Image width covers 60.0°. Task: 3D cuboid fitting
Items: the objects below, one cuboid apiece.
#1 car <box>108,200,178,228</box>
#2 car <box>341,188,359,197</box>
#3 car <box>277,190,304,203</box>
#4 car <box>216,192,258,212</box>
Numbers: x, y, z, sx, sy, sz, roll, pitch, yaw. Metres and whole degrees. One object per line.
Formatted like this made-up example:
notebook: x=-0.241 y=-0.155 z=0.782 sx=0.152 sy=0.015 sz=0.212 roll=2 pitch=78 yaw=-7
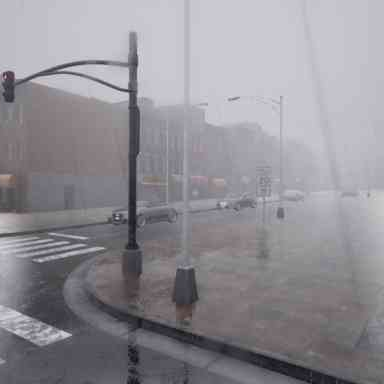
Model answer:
car: x=-2.679 y=1.128 z=18.776 sx=1.994 sy=1.385 sz=4.181 roll=0 pitch=2 yaw=36
car: x=24.996 y=0.090 z=52.515 sx=2.033 sy=1.411 sz=5.357 roll=0 pitch=2 yaw=35
car: x=11.717 y=0.467 z=38.939 sx=1.812 sy=1.442 sz=4.674 roll=0 pitch=2 yaw=36
car: x=3.827 y=0.764 z=27.907 sx=2.128 sy=1.511 sz=4.902 roll=0 pitch=2 yaw=35
